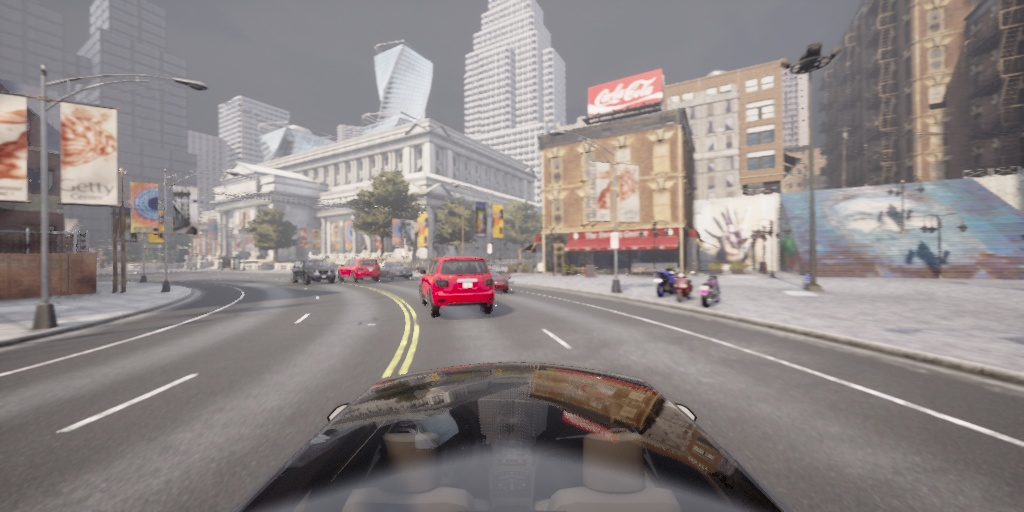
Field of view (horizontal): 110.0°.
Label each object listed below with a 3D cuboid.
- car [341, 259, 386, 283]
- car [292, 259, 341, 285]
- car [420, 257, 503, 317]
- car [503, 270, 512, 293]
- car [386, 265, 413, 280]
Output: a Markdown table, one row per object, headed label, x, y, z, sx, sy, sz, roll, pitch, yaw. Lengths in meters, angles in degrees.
| label | x | y | z | sx | sy | sz | roll | pitch | yaw |
| --- | --- | --- | --- | --- | --- | --- | --- | --- | --- |
| car | -13.768 | 1.268 | 32.131 | 2.150 | 2.045 | 5.566 | 0 | 0 | -44 |
| car | -16.683 | 1.302 | 30.065 | 2.150 | 2.045 | 5.566 | 0 | -1 | -45 |
| car | -2.298 | 1.050 | 14.052 | 2.150 | 2.045 | 5.566 | 0 | 0 | -19 |
| car | -1.765 | 1.415 | 21.124 | 1.994 | 1.385 | 4.181 | -1 | 0 | -25 |
| car | -11.634 | 1.578 | 34.818 | 2.033 | 1.411 | 5.357 | 0 | 0 | -44 |
